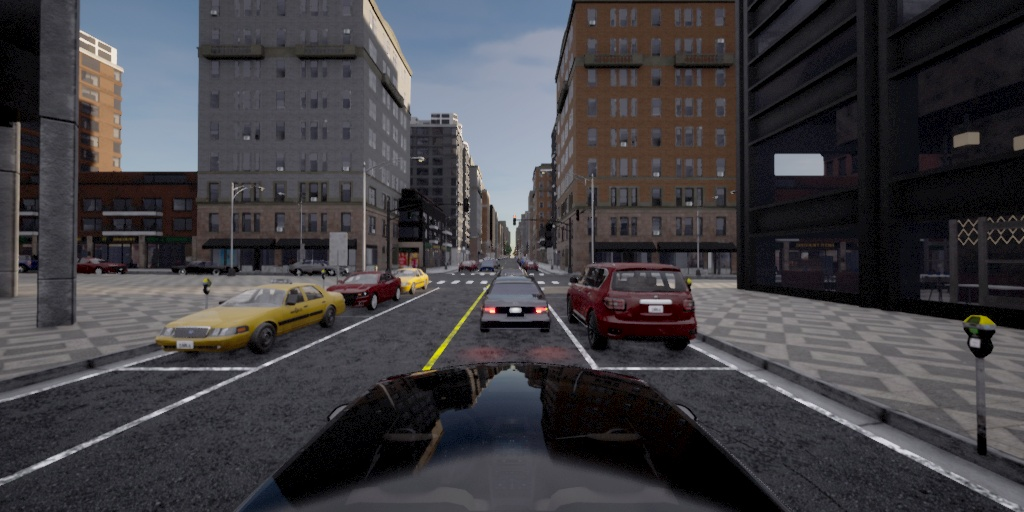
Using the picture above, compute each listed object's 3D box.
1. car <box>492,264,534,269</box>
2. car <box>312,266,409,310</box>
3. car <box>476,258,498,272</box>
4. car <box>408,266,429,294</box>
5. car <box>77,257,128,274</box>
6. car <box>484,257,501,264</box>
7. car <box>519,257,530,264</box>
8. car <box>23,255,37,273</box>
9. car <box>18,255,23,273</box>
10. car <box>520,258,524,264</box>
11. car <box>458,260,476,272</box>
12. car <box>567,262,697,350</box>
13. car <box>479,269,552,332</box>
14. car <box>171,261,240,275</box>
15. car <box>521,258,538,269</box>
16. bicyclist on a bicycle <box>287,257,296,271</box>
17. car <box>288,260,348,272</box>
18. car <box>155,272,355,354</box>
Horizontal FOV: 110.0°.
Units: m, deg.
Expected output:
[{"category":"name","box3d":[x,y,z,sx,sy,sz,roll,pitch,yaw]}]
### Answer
[{"category":"car","box3d":[0.019,1.347,20.483,1.895,1.301,4.718,0,0,0]},{"category":"car","box3d":[-5.892,1.292,14.635,1.888,1.381,4.507,0,0,0]},{"category":"car","box3d":[-3.246,1.289,46.719,2.033,1.411,5.357,0,0,-4]},{"category":"car","box3d":[-5.907,1.271,20.090,1.751,1.417,4.829,0,0,0]},{"category":"car","box3d":[-36.833,0.885,31.487,5.008,1.535,1.882,1,-1,0]},{"category":"car","box3d":[-3.232,1.305,56.574,1.994,1.385,4.181,0,0,0]},{"category":"car","box3d":[2.513,1.322,58.640,1.802,1.307,4.207,0,0,0]},{"category":"car","box3d":[-47.615,0.691,34.657,4.553,1.767,2.097,1,-1,1]},{"category":"car","box3d":[-46.942,0.819,31.554,4.892,1.490,1.837,1,-1,1]},{"category":"car","box3d":[2.529,1.323,52.967,1.802,1.307,4.207,0,0,0]},{"category":"car","box3d":[-5.982,1.286,47.279,1.888,1.381,4.507,0,0,0]},{"category":"car","box3d":[2.650,1.063,9.025,2.192,1.841,5.009,0,0,0]},{"category":"car","box3d":[0.067,1.296,10.757,2.033,1.411,5.357,0,0,0]},{"category":"car","box3d":[-26.739,1.100,31.444,4.718,1.301,1.895,1,-1,0]},{"category":"car","box3d":[2.545,1.323,47.293,1.802,1.307,4.207,0,0,0]},{"category":"bicyclist on a bicycle","box3d":[-23.111,0.894,37.673,0.582,1.620,1.656,0,0,0]},{"category":"car","box3d":[-16.841,1.080,31.411,4.902,1.511,2.128,1,-1,0]},{"category":"car","box3d":[-5.876,1.274,8.840,1.751,1.417,4.829,0,0,0]}]
